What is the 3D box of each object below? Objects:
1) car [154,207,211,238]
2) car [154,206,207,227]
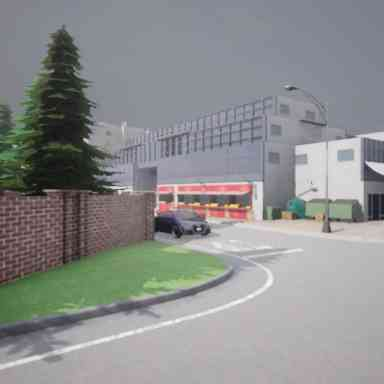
[{"bbox_3d":[-0.763,1.783,19.216,1.994,1.385,4.181,0,0,-35],"label":"car"},{"bbox_3d":[-1.021,1.835,25.812,1.895,1.301,4.718,0,0,-33],"label":"car"}]
